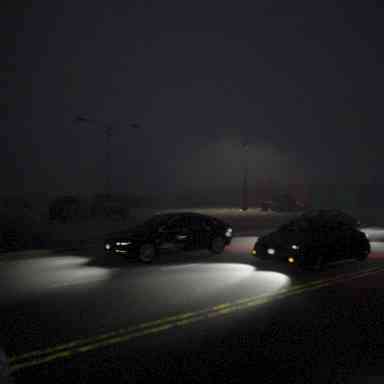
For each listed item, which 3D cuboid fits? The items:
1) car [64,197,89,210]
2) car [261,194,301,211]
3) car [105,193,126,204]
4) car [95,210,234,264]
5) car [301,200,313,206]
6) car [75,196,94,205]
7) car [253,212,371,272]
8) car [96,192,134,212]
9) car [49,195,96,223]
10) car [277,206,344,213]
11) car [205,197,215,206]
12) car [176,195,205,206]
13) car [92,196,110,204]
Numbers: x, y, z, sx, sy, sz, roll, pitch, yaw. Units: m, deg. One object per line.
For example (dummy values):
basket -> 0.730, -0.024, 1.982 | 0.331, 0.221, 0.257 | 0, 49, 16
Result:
car -> -14.299, 1.398, 41.165 | 1.970, 1.475, 3.806 | 0, 0, -36
car -> 9.595, 1.206, 36.795 | 1.905, 1.878, 3.866 | 0, 0, -36
car -> -13.856, 1.173, 60.089 | 1.932, 1.855, 4.605 | 0, 0, -36
car -> -0.685, 1.513, 12.004 | 4.892, 1.490, 1.837 | 0, 0, -35
car -> 11.958, 1.452, 38.467 | 1.970, 1.475, 3.806 | 0, 0, -36
car -> -18.370, 1.403, 56.810 | 1.970, 1.475, 3.806 | 0, 0, -36
car -> 3.998, 1.581, 10.968 | 4.181, 1.385, 1.994 | 0, 0, -34
car -> -6.361, 1.163, 25.373 | 1.905, 1.878, 3.866 | 0, 0, -36
car -> -8.749, 1.154, 23.737 | 1.932, 1.855, 4.605 | 0, 0, -36
car -> 6.686, 1.592, 17.012 | 4.181, 1.385, 1.994 | 0, 0, -32
car -> 1.802, 1.410, 52.678 | 1.784, 1.438, 3.905 | 0, 0, -36
car -> -0.593, 1.194, 51.049 | 1.932, 1.855, 4.605 | 0, 0, -36
car -> -16.012, 1.377, 58.490 | 1.784, 1.438, 3.905 | 0, 0, -36
